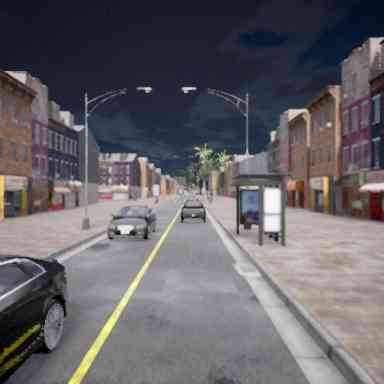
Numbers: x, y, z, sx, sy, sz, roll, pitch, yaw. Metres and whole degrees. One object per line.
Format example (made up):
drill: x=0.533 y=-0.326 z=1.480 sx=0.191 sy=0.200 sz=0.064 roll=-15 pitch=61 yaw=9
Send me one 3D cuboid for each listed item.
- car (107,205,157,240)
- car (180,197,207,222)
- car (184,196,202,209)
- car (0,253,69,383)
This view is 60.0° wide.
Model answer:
car: x=-2.833 y=1.424 z=16.559 sx=2.128 sy=1.511 sz=4.902 roll=0 pitch=0 yaw=0
car: x=0.097 y=1.395 z=25.282 sx=2.128 sy=1.511 sz=4.902 roll=0 pitch=0 yaw=0
car: x=0.097 y=1.342 z=42.801 sx=2.128 sy=1.511 sz=4.902 roll=0 pitch=0 yaw=0
car: x=-2.833 y=1.478 z=3.283 sx=2.128 sy=1.511 sz=4.902 roll=0 pitch=0 yaw=0
